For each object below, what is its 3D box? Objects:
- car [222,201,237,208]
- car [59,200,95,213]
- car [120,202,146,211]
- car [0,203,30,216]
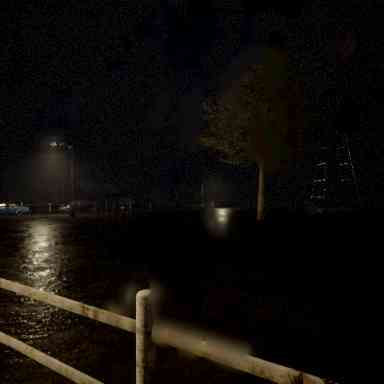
[{"bbox_3d":[7.688,2.627,69.501,1.994,1.385,4.181,-2,-2,36],"label":"car"},{"bbox_3d":[-15.169,1.912,44.032,2.097,1.767,4.553,-2,-2,36],"label":"car"},{"bbox_3d":[-9.233,2.259,52.274,1.812,1.442,4.674,-2,-2,36],"label":"car"},{"bbox_3d":[-20.707,1.951,36.325,2.033,1.411,5.357,-2,-2,35],"label":"car"}]
